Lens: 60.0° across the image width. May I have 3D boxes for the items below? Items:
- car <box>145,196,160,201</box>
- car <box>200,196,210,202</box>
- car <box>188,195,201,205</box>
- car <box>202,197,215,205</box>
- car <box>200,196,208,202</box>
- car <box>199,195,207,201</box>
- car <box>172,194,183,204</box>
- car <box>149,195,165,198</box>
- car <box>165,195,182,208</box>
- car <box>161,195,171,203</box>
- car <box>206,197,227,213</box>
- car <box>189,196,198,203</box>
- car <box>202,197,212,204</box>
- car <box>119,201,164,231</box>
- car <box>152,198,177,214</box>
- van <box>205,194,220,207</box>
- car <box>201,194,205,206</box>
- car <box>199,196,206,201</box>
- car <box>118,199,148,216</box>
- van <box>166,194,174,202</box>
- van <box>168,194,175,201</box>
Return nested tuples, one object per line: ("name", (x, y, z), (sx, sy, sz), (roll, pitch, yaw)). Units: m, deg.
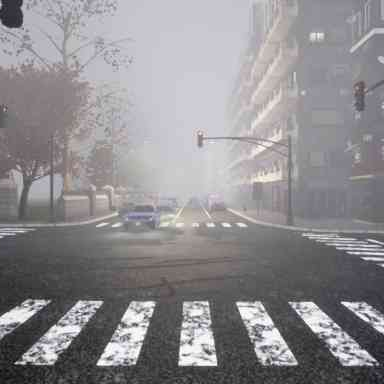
("car", (-5.550, 1.551, 41.984), (1.752, 1.417, 4.829), (0, 0, 0))
("car", (2.941, 1.630, 75.907), (2.008, 1.369, 4.403), (0, 0, 0))
("car", (0.291, 1.611, 58.352), (1.994, 1.385, 4.181), (0, 0, 0))
("car", (2.885, 1.600, 59.017), (2.008, 1.369, 4.403), (0, 0, 0))
("car", (2.959, 1.637, 81.537), (1.887, 1.381, 4.507), (0, 0, 0))
("car", (2.978, 1.546, 87.166), (1.967, 1.590, 4.097), (0, 0, 0))
("car", (-2.787, 1.464, 65.046), (2.097, 1.767, 4.553), (0, 0, 0))
("car", (-5.531, 1.348, 47.784), (2.192, 1.841, 5.009), (0, 0, 0))
("car", (-2.920, 1.540, 49.221), (1.837, 1.490, 4.892), (0, 0, 0))
("car", (-5.457, 1.509, 70.304), (1.967, 1.590, 4.097), (0, 0, 0))
("car", (2.812, 1.564, 36.495), (1.887, 1.381, 4.507), (0, 0, 0))
("car", (0.301, 1.596, 71.189), (1.812, 1.442, 4.674), (0, 0, 0))
("car", (2.904, 1.604, 64.646), (1.887, 1.381, 4.507), (0, 0, 0))
("car", (-3.029, 1.533, 20.990), (1.812, 1.442, 4.674), (0, 0, 0))
("car", (-2.976, 1.621, 36.434), (1.895, 1.301, 4.718), (0, 0, 0))
("van", (2.831, 1.367, 42.126), (1.690, 1.788, 3.998), (0, 0, 0))
("car", (2.868, 1.481, 53.387), (1.967, 1.590, 4.097), (0, 0, 0))
("car", (2.996, 1.702, 92.797), (1.802, 1.307, 4.206), (0, 0, 0))
("car", (-5.587, 1.580, 30.893), (1.947, 1.339, 4.313), (0, 0, 0))
("van", (-5.421, 1.433, 81.565), (1.690, 1.788, 3.998), (0, 0, 0))
("van", (-5.402, 1.446, 87.194), (1.690, 1.788, 3.998), (0, 0, 0))
